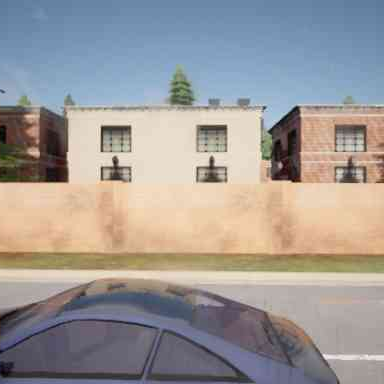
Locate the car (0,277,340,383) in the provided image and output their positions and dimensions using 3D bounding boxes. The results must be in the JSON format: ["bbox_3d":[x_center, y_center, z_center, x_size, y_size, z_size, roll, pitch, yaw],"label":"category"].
[{"bbox_3d":[-0.876,1.558,2.968,4.181,1.385,1.994,0,0,2],"label":"car"}]
